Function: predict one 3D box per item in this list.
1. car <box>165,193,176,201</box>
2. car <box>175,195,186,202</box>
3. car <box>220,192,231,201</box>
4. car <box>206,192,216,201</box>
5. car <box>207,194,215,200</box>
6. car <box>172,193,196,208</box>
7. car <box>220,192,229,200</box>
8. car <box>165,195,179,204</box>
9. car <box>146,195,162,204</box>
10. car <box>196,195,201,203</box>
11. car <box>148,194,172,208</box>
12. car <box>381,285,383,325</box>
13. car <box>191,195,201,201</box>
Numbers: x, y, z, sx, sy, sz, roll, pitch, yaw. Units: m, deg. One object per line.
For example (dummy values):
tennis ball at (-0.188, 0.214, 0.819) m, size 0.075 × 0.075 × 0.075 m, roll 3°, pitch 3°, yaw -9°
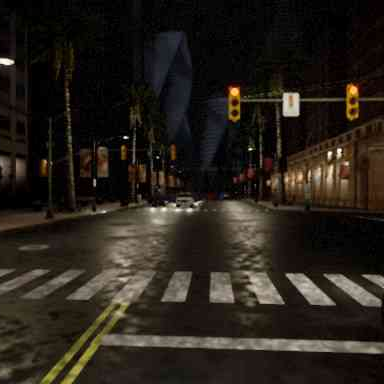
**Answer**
car at (-5.377, 1.173, 81.995) m, size 2.185 × 1.767 × 4.553 m, roll 0°, pitch 0°, yaw 3°
car at (-2.589, 1.356, 75.886) m, size 2.128 × 1.511 × 4.902 m, roll 0°, pitch 0°, yaw 4°
car at (8.072, 1.347, 78.572) m, size 2.128 × 1.511 × 4.902 m, roll 0°, pitch 0°, yaw 3°
car at (4.560, 1.050, 78.410) m, size 2.150 × 2.045 × 5.566 m, roll 0°, pitch 0°, yaw 3°
car at (5.059, 1.294, 88.778) m, size 1.837 × 1.490 × 4.892 m, roll 0°, pitch 0°, yaw 3°
car at (-0.966, 1.119, 45.753) m, size 2.150 × 2.045 × 5.566 m, roll 0°, pitch 0°, yaw 4°
car at (8.556, 1.019, 88.640) m, size 2.150 × 2.045 × 5.566 m, roll 0°, pitch 0°, yaw 3°
car at (-3.580, 1.343, 60.413) m, size 1.882 × 1.535 × 5.008 m, roll 0°, pitch 0°, yaw 4°
car at (-6.738, 1.380, 60.106) m, size 2.161 × 1.482 × 4.786 m, roll 0°, pitch 0°, yaw 3°
car at (0.268, 1.361, 65.409) m, size 1.837 × 1.490 × 4.892 m, roll 0°, pitch 0°, yaw 4°
car at (-4.423, 1.402, 46.565) m, size 1.837 × 1.490 × 4.892 m, roll 0°, pitch 0°, yaw 4°
car at (3.605, 1.471, 2.892) m, size 1.882 × 1.535 × 5.008 m, roll 0°, pitch 0°, yaw 3°
car at (0.980, 1.380, 76.967) m, size 1.994 × 1.385 × 4.181 m, roll 0°, pitch 0°, yaw 4°
